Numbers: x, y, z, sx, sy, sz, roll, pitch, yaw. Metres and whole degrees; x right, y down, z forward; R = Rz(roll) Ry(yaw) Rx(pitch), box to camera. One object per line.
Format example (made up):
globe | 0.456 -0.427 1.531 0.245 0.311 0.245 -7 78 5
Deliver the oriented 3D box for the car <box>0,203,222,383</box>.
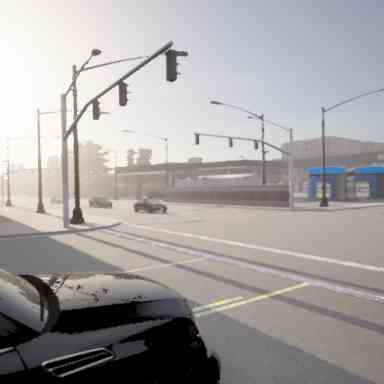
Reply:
car | -2.403 1.228 2.057 5.566 2.045 2.150 -1 0 -35

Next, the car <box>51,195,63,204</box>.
car | -24.219 1.355 60.178 1.812 1.442 4.674 -2 1 -36

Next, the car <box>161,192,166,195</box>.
car | -4.167 0.763 74.209 3.806 1.475 1.970 -2 1 -35

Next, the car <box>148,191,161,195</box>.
car | -8.148 0.623 78.421 4.611 1.667 2.242 -2 1 -35

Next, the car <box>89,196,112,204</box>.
car | -12.066 1.316 43.773 1.837 1.490 4.892 -2 1 -37

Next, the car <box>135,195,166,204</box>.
car | -4.252 1.325 33.292 1.812 1.442 4.674 -2 1 -37
